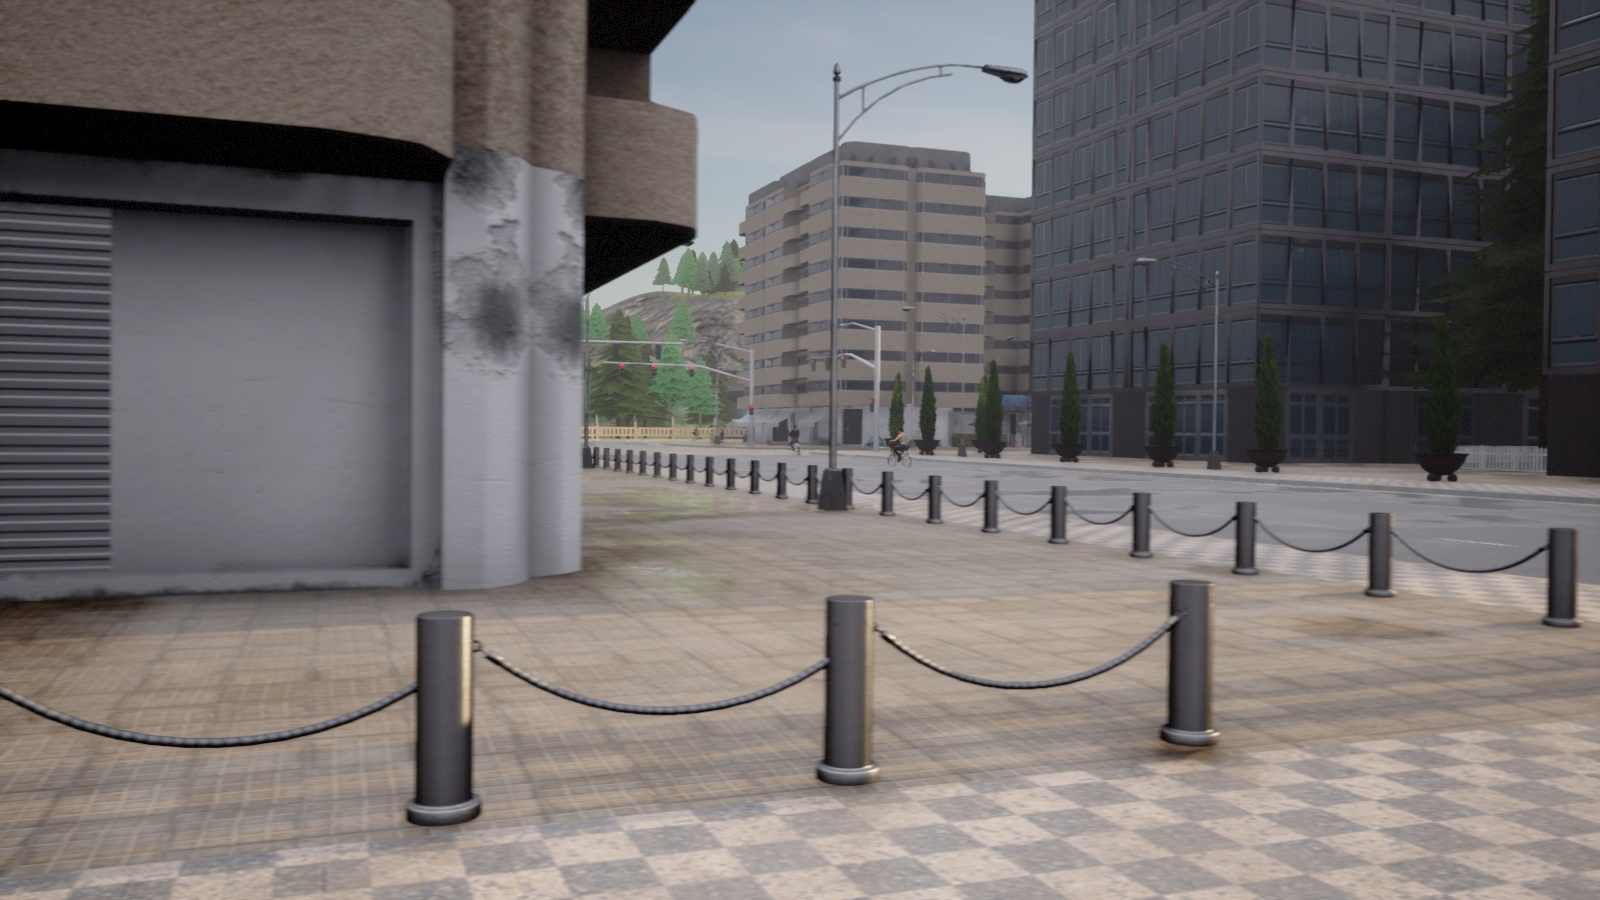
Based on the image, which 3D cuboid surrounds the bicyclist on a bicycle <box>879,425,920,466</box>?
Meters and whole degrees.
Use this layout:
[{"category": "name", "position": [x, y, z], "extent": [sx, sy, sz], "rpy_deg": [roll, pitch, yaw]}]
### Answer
[{"category": "bicyclist on a bicycle", "position": [3.987, -0.180, 50.210], "extent": [0.866, 1.612, 1.509], "rpy_deg": [-1, 1, -33]}]
